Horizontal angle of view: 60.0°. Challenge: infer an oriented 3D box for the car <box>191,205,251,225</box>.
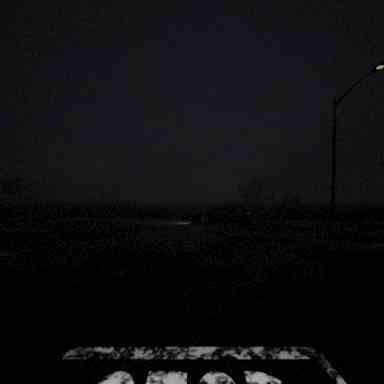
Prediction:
[{"bbox_3d":[2.043,1.592,23.610,4.181,1.385,1.994,1,0,0],"label":"car"}]
